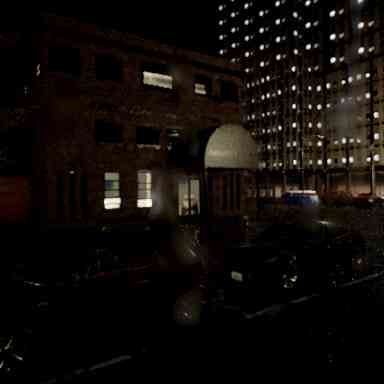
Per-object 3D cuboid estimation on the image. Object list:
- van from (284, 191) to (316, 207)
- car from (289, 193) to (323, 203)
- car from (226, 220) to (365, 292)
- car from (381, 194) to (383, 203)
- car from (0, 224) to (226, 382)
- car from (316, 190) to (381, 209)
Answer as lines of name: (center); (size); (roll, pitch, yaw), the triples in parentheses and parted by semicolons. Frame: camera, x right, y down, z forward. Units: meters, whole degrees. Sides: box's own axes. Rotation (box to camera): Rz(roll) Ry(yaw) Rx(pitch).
van: (12.500, 0.779, 38.131); (1.690, 1.788, 3.998); (-1, 1, -35)
car: (16.209, 0.824, 47.471); (1.802, 1.307, 4.206); (-1, 1, -35)
car: (2.762, 1.444, 8.603); (4.313, 1.339, 1.947); (-1, 0, -35)
car: (22.546, 0.810, 38.380); (2.008, 1.369, 4.403); (-1, 1, -35)
car: (-1.703, 1.412, 5.350); (4.097, 1.590, 1.967); (-1, 0, -35)
car: (15.668, 0.762, 33.585); (2.192, 1.841, 5.009); (-1, 1, -35)
